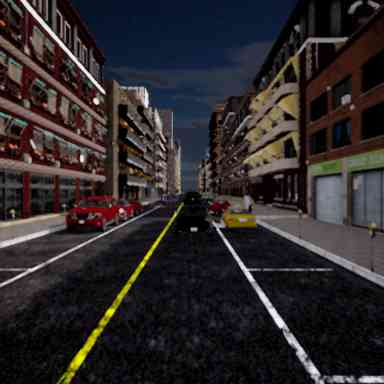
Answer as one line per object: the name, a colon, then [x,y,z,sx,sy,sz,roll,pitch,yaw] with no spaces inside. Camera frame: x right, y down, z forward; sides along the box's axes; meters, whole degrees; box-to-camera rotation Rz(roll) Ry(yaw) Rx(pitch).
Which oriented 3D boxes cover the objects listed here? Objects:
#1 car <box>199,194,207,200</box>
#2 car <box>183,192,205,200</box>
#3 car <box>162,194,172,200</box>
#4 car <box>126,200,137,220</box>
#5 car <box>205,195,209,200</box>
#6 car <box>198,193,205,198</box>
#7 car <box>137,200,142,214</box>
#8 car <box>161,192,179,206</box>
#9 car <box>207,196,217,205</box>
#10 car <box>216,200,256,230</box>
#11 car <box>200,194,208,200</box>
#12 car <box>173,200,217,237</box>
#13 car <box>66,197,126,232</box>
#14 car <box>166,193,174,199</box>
car: [2.656,1.138,81.678,1.947,1.339,4.313,0,0,0]
car: [0.073,1.006,40.647,2.150,2.045,5.566,0,0,-1]
car: [-5.722,1.153,76.042,2.008,1.369,4.403,0,0,0]
car: [-5.700,1.309,25.316,1.967,1.590,4.097,0,0,0]
car: [2.669,1.273,53.497,2.008,1.369,4.403,0,0,0]
car: [2.651,1.094,92.950,1.802,1.307,4.206,0,0,0]
car: [-5.702,1.385,30.954,1.887,1.381,4.507,0,0,0]
car: [-3.021,1.122,49.204,2.097,1.767,4.553,0,0,0]
car: [2.678,1.385,30.953,1.887,1.381,4.507,0,0,0]
car: [2.683,1.423,19.850,1.752,1.417,4.829,0,0,0]
car: [2.659,1.127,76.211,1.752,1.417,4.829,0,0,0]
car: [0.092,1.417,17.515,1.837,1.490,4.892,0,1,0]
car: [-5.697,1.213,19.680,2.192,1.841,5.009,0,0,0]
car: [-5.727,1.086,87.314,1.887,1.381,4.507,0,0,0]
